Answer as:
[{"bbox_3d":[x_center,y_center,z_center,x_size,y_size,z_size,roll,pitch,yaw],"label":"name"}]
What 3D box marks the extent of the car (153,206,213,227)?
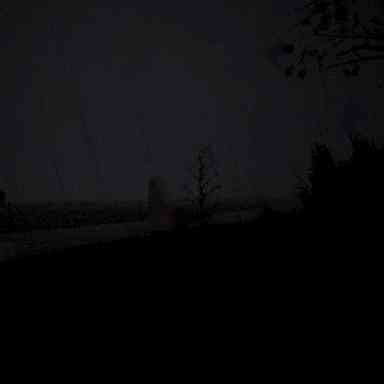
[{"bbox_3d":[-0.468,1.652,23.277,1.895,1.301,4.718,0,0,36],"label":"car"}]
